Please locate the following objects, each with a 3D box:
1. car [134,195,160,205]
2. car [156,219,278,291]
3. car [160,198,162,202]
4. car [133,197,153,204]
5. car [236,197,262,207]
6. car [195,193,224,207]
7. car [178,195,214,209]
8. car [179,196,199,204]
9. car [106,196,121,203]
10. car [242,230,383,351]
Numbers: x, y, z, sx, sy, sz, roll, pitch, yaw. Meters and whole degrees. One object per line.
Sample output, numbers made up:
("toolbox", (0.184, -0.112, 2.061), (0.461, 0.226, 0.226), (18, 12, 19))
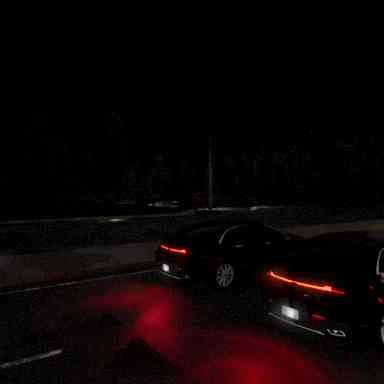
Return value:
("car", (-7.963, 1.599, 57.509), (1.895, 1.301, 4.718), (0, 0, -35))
("car", (1.380, 1.504, 9.079), (4.892, 1.490, 1.837), (0, 0, -35))
("car", (-8.658, 1.512, 76.946), (1.812, 1.442, 4.674), (0, 0, -35))
("car", (-9.802, 1.599, 66.344), (1.895, 1.301, 4.718), (0, 0, -35))
("car", (8.768, 1.523, 51.919), (1.812, 1.442, 4.674), (0, 0, -35))
("car", (2.302, 1.219, 48.949), (2.150, 2.045, 5.566), (0, 0, -35))
("car", (0.172, 1.546, 45.874), (2.033, 1.411, 5.357), (0, 0, -35))
("car", (-0.669, 1.562, 65.471), (1.994, 1.385, 4.181), (0, 0, -34))
("car", (-16.674, 1.532, 70.087), (2.033, 1.411, 5.357), (0, 0, -35))
("car", (3.412, 1.504, 6.230), (4.892, 1.490, 1.837), (0, 0, -35))
